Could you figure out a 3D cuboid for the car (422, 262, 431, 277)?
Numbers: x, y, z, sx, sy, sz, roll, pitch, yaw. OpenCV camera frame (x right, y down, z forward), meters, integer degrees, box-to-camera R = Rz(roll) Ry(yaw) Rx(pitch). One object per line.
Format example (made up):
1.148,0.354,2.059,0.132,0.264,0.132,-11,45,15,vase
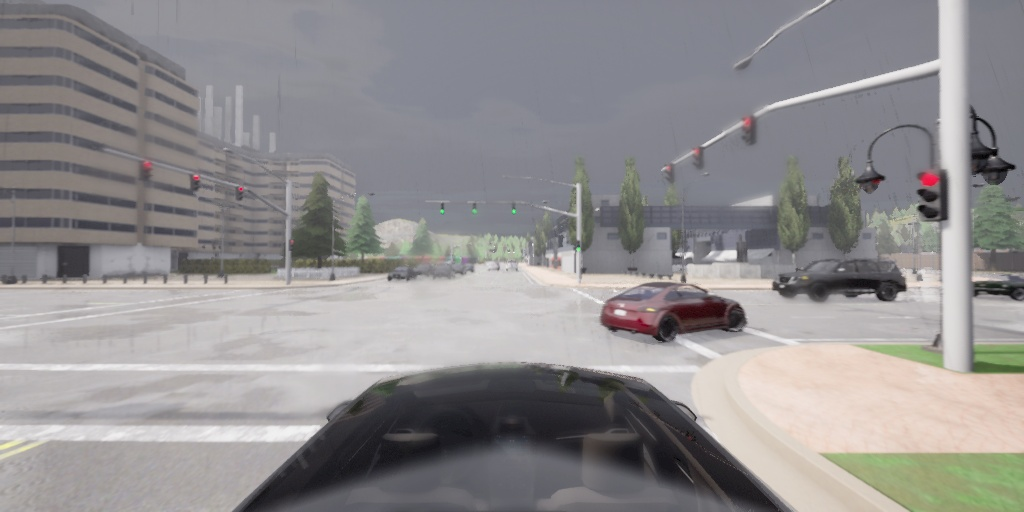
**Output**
-10.598,1.744,43.598,1.837,1.490,4.892,0,-1,0,car

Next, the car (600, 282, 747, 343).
4.521,1.411,10.001,4.181,1.385,1.994,0,-1,-28,car

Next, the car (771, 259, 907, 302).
16.186,1.161,17.877,5.566,2.045,2.150,0,-1,-1,car

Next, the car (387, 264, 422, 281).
-10.599,1.702,34.944,1.994,1.385,4.181,0,-1,0,car

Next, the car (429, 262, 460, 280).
-7.094,1.679,37.984,1.837,1.490,4.892,0,-1,0,car

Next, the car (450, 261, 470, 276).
-7.090,1.788,47.347,1.837,1.490,4.892,0,-1,0,car

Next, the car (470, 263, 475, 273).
-7.036,1.897,57.763,2.128,1.511,4.902,0,-1,1,car

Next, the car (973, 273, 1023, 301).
25.957,1.547,18.413,4.718,1.301,1.895,0,-1,-8,car
